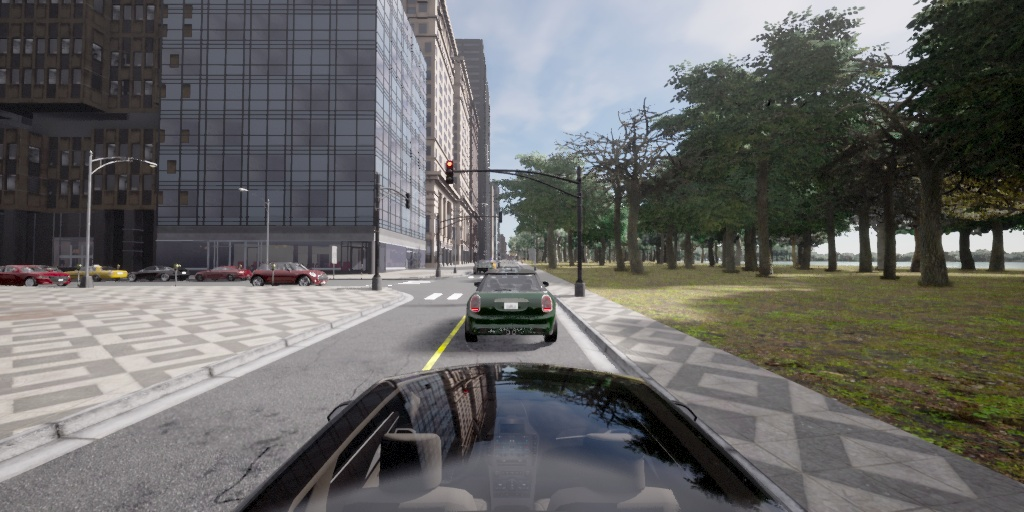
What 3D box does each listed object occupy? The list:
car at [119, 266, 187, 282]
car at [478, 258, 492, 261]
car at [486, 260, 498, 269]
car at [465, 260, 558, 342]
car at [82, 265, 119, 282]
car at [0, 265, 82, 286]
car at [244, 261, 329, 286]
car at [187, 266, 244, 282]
[{"bbox_3d":[-30.070,1.481,30.576,4.313,1.339,1.948,0,0,0],"label":"car"},{"bbox_3d":[-3.229,1.181,41.200,2.097,1.767,4.553,0,0,0],"label":"car"},{"bbox_3d":[-3.262,1.428,59.386,1.812,1.442,4.674,0,0,0],"label":"car"},{"bbox_3d":[-0.012,1.108,9.927,2.097,1.767,4.553,0,0,0],"label":"car"},{"bbox_3d":[-35.727,1.444,30.550,4.829,1.417,1.751,0,0,0],"label":"car"},{"bbox_3d":[-30.035,1.235,22.054,4.507,1.381,1.888,0,0,0],"label":"car"},{"bbox_3d":[-13.605,1.120,22.129,4.097,1.591,1.967,0,0,-1],"label":"car"},{"bbox_3d":[-24.583,1.494,30.602,4.207,1.307,1.802,0,0,0],"label":"car"}]
